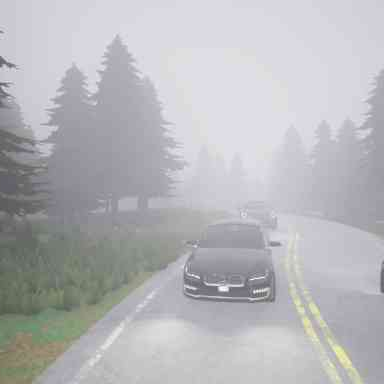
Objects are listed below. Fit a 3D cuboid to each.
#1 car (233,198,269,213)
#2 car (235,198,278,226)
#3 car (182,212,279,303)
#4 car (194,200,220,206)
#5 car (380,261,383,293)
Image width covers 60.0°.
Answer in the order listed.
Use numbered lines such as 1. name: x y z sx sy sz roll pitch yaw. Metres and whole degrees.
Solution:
1. car: 6.202 1.410 35.732 1.837 1.490 4.892 2 -1 -16
2. car: 3.875 1.270 20.363 2.097 1.767 4.553 -1 0 5
3. car: 1.091 1.496 8.410 1.837 1.490 4.892 -1 0 12
4. car: 1.918 1.798 44.857 1.812 1.442 4.674 3 -5 -35
5. car: 4.493 1.308 4.640 2.097 1.767 4.553 -1 0 8
